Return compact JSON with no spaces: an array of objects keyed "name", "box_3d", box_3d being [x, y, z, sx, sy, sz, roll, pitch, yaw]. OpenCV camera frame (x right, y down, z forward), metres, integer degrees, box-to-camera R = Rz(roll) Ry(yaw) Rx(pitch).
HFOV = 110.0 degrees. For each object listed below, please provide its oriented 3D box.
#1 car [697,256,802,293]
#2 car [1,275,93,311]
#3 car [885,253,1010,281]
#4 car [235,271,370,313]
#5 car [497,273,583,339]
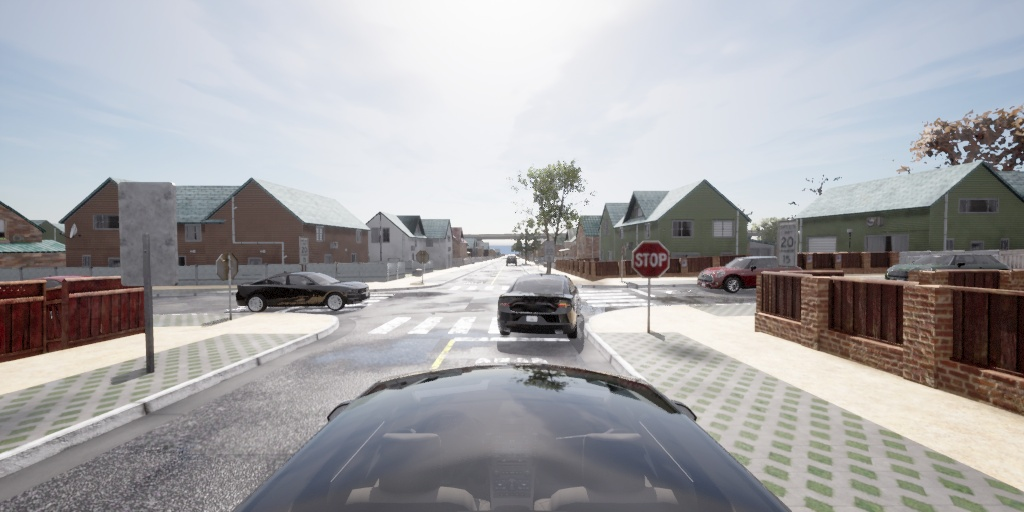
[{"name":"car","box_3d":[11.789,0.820,17.884,4.553,1.767,2.097,-1,2,0]},{"name":"car","box_3d":[-18.035,1.547,14.705,5.008,1.535,1.882,-1,2,0]},{"name":"car","box_3d":[21.684,0.646,17.966,4.553,1.767,2.097,-1,2,0]},{"name":"car","box_3d":[-8.483,1.377,14.778,5.008,1.535,1.882,-1,2,0]},{"name":"car","box_3d":[0.948,1.224,10.262,1.882,1.535,5.008,0,0,12]}]
